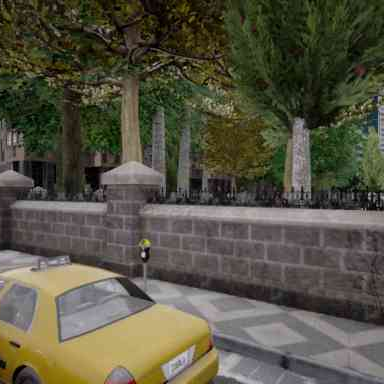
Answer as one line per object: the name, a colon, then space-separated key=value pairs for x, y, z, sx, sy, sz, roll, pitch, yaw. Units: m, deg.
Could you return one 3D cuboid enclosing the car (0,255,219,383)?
car: x=-1.997 y=1.525 z=4.383 sx=4.829 sy=1.417 sz=1.752 roll=0 pitch=0 yaw=35
